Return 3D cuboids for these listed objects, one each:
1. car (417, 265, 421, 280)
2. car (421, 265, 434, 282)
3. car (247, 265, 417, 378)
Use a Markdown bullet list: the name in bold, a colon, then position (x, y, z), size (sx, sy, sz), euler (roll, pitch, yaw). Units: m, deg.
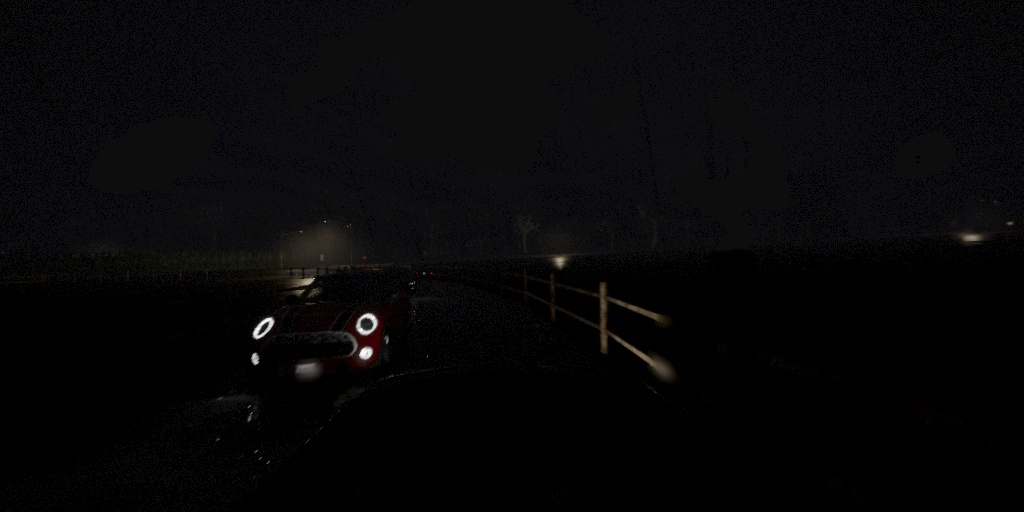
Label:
- **car**: position (-6.500, 1.373, 20.108), size (1.837, 1.490, 4.892), euler (-1, 0, -21)
- **car**: position (-8.245, 1.466, 30.448), size (2.033, 1.411, 5.357), euler (-1, 0, -31)
- **car**: position (-3.471, 1.142, 7.704), size (2.097, 1.767, 4.553), euler (-1, 0, -9)
